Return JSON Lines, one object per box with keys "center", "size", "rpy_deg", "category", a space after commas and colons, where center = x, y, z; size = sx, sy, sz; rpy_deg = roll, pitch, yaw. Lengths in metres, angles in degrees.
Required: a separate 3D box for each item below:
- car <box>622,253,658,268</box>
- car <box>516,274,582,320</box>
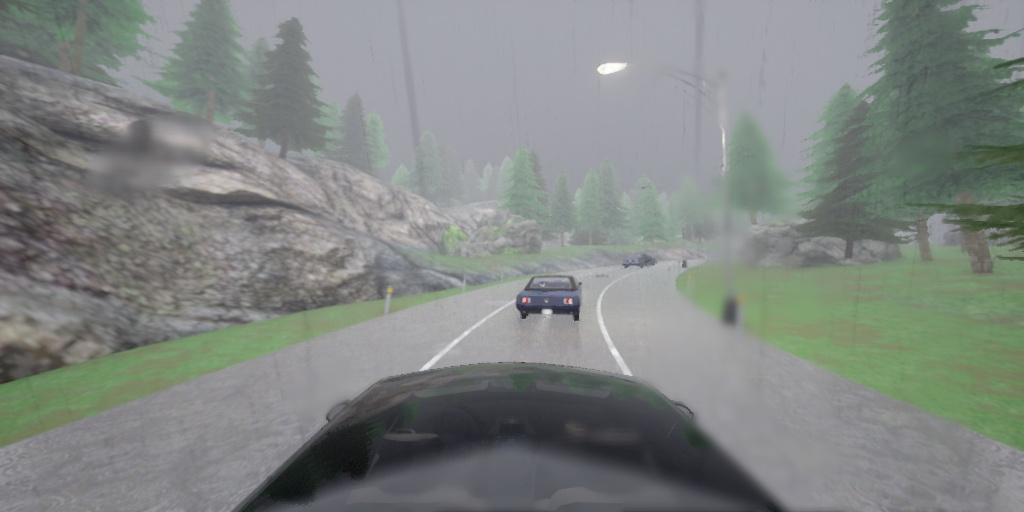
{"center": [12.674, 0.424, 35.526], "size": [2.033, 1.411, 5.357], "rpy_deg": [-3, 0, 40], "category": "car"}
{"center": [1.479, 1.281, 12.450], "size": [1.895, 1.301, 4.718], "rpy_deg": [-1, 1, 12], "category": "car"}
